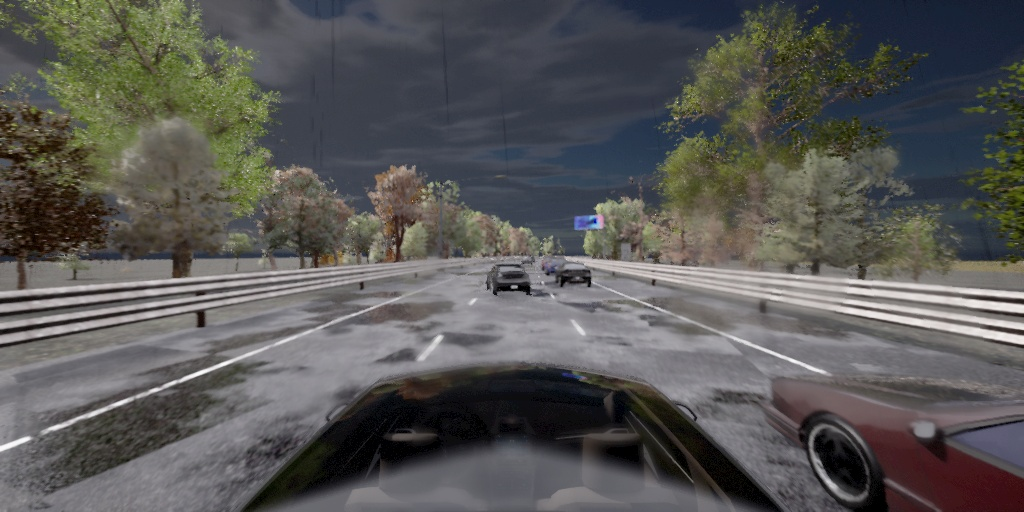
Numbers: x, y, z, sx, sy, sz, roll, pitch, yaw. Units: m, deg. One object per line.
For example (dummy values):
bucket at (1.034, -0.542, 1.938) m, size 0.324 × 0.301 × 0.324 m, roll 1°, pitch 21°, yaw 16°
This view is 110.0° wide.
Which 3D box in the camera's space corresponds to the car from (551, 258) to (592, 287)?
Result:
car at (3.824, 1.102, 22.980) m, size 1.882 × 1.535 × 5.008 m, roll 0°, pitch 0°, yaw 2°

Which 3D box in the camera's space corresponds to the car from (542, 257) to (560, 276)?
car at (4.214, 0.917, 33.819) m, size 2.097 × 1.767 × 4.553 m, roll 0°, pitch 0°, yaw 2°

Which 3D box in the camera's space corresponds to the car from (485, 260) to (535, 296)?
car at (-0.225, 1.151, 18.672) m, size 1.837 × 1.490 × 4.892 m, roll -2°, pitch 1°, yaw -8°

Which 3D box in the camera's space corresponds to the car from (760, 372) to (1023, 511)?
car at (3.496, 1.303, 1.228) m, size 2.033 × 1.411 × 5.357 m, roll 0°, pitch 0°, yaw 0°
